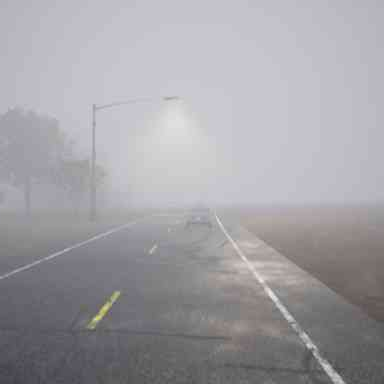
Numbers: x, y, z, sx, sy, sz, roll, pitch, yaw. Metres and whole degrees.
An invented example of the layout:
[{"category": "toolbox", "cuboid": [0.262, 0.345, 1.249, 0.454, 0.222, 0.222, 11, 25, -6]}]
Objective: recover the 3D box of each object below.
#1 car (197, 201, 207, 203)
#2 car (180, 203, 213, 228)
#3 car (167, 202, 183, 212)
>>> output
[{"category": "car", "cuboid": [1.244, 1.903, 41.785, 1.812, 1.442, 4.674, 0, -1, 3]}, {"category": "car", "cuboid": [0.499, 1.768, 23.911, 2.033, 1.411, 5.357, 0, 0, 2]}, {"category": "car", "cuboid": [-2.201, 2.034, 45.160, 1.895, 1.301, 4.718, 0, 0, 3]}]
